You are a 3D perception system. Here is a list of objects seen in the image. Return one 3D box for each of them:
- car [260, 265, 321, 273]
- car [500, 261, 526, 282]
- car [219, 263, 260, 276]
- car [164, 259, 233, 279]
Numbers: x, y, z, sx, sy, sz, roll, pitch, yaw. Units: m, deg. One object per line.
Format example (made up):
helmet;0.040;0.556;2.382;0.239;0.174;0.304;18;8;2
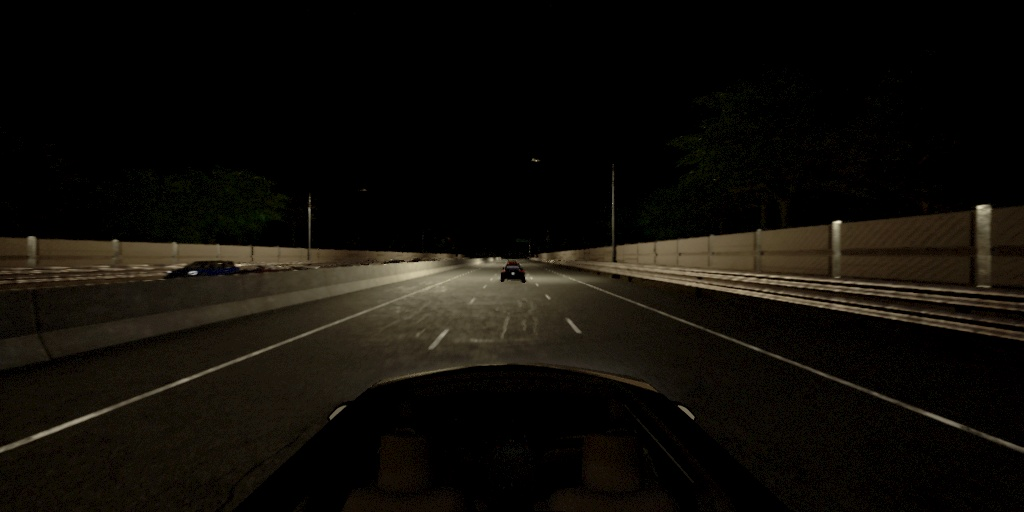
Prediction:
car;-14.090;1.342;23.963;1.895;1.301;4.718;0;0;0
car;0.083;1.311;29.166;1.994;1.385;4.181;0;0;0
car;-17.583;1.305;25.024;1.994;1.385;4.181;0;0;0
car;-21.086;1.091;24.693;2.097;1.767;4.553;0;0;0
